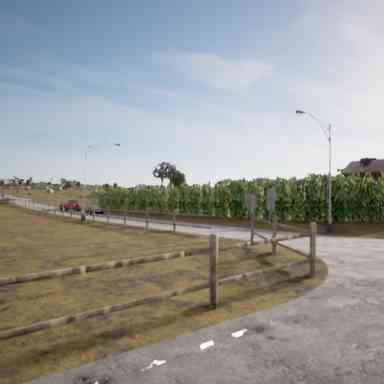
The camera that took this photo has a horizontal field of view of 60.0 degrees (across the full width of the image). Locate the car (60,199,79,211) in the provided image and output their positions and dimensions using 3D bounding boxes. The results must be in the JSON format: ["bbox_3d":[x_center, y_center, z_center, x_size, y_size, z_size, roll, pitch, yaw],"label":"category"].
[{"bbox_3d":[-21.301,2.257,57.941,2.150,2.045,5.566,3,-1,-36],"label":"car"}]

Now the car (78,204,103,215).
[{"bbox_3d":[-14.610,2.574,48.682,1.994,1.385,4.181,3,-2,-36],"label":"car"}]
